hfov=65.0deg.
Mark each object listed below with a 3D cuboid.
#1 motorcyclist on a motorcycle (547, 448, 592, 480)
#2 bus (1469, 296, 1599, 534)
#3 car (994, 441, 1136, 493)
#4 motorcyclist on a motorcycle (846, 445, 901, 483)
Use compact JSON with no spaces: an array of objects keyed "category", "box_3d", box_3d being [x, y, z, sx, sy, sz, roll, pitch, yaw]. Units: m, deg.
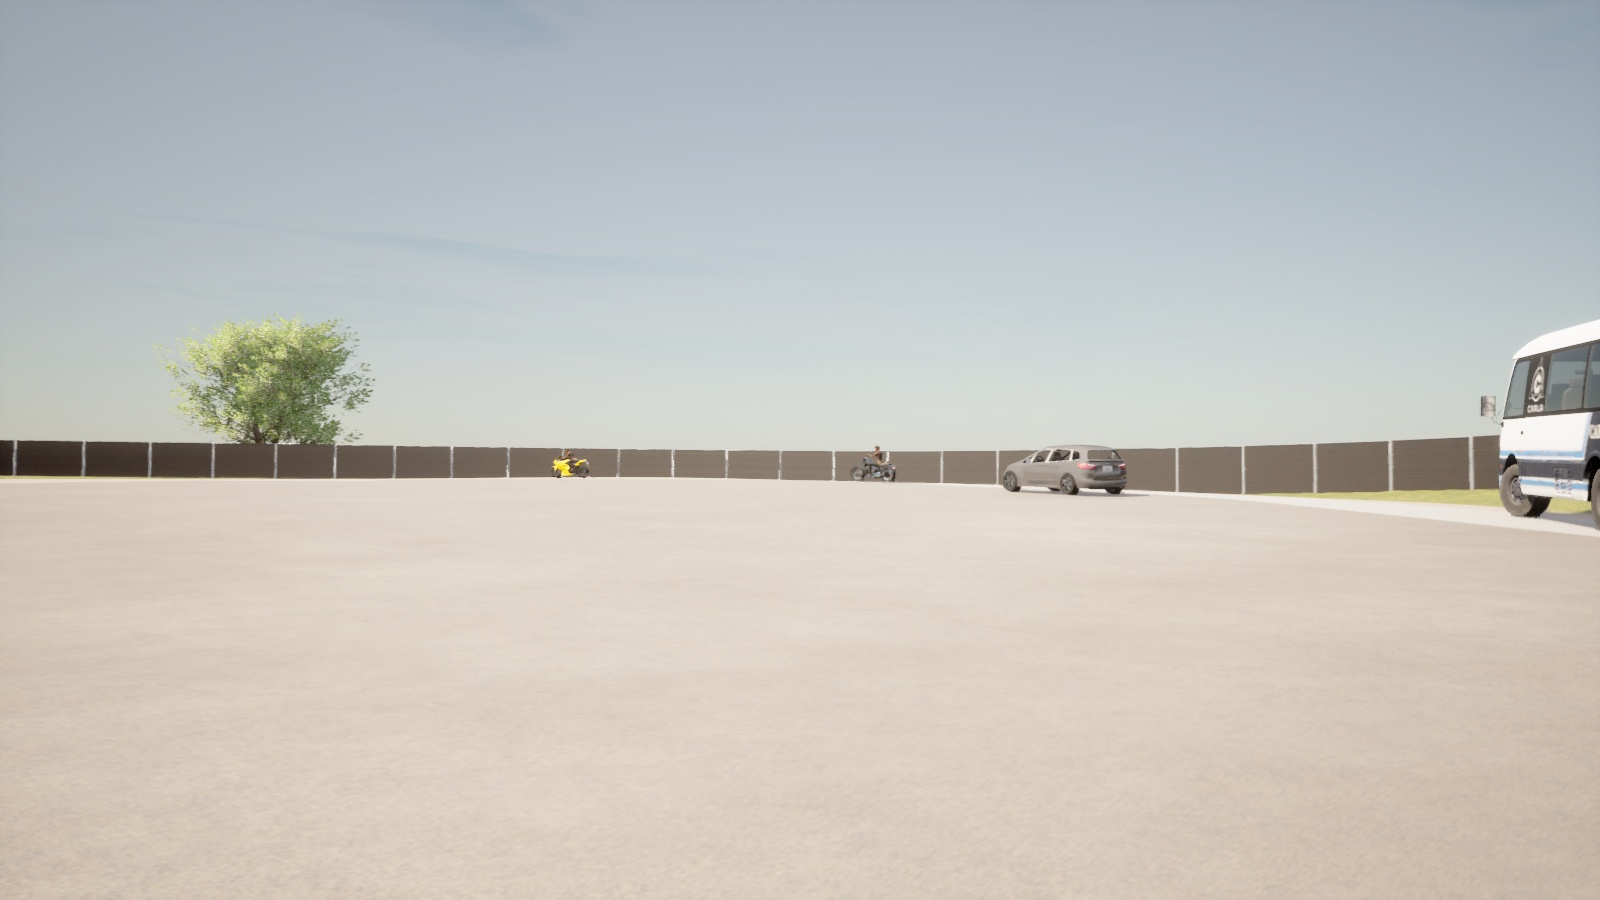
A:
[{"category":"motorcyclist on a motorcycle","box_3d":[-11.246,0.705,61.317,2.044,1.523,0.797,-1,-1,14]},{"category":"bus","box_3d":[17.272,-0.618,25.905,3.944,4.253,10.273,1,0,15]},{"category":"car","box_3d":[8.917,0.544,42.672,2.242,1.667,4.611,0,0,-29]},{"category":"motorcyclist on a motorcycle","box_3d":[3.167,0.603,54.334,2.350,1.649,0.766,0,-1,39]}]
